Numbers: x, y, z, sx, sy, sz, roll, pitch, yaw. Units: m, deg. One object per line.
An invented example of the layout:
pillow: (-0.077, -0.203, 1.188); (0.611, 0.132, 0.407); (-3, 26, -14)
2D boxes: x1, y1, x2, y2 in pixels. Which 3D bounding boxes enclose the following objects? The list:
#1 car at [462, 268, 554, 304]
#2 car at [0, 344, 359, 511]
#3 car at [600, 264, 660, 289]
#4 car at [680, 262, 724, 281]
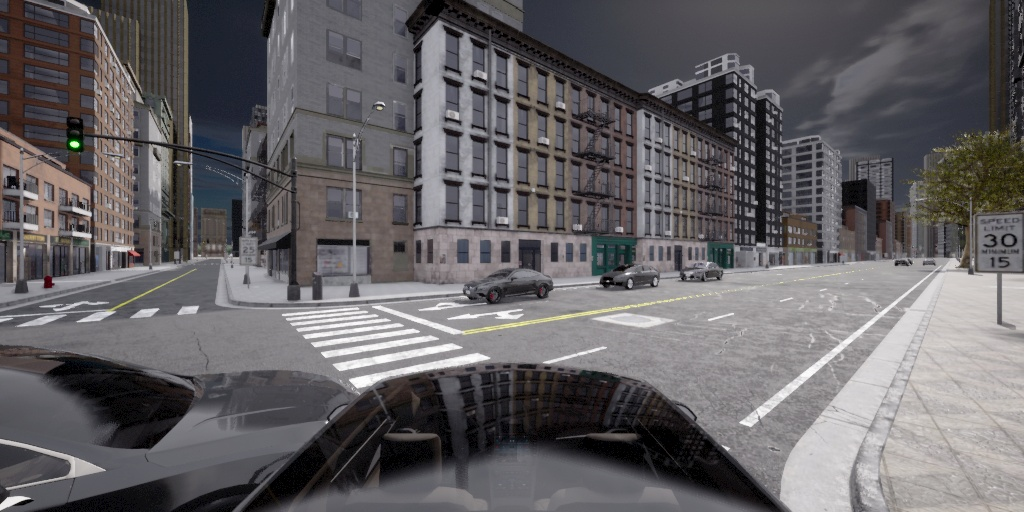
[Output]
car: (-0.066, 1.286, 16.731); (4.674, 1.442, 1.812); (0, 0, -39)
car: (-3.225, 1.257, 1.754); (4.892, 1.490, 1.837); (0, 0, -35)
car: (7.616, 1.258, 22.968); (4.892, 1.490, 1.837); (0, 0, -39)
car: (15.615, 1.236, 29.451); (4.902, 1.511, 2.128); (0, 0, -39)
